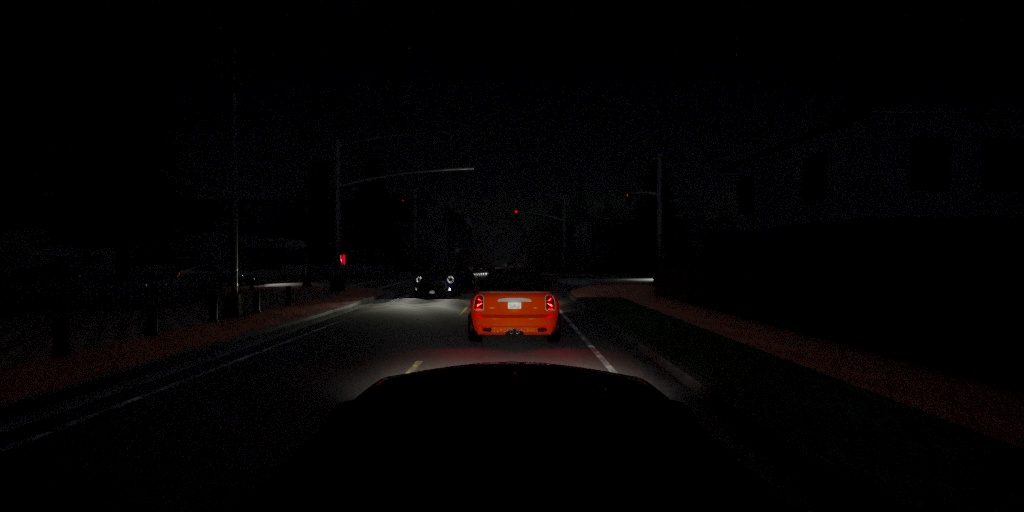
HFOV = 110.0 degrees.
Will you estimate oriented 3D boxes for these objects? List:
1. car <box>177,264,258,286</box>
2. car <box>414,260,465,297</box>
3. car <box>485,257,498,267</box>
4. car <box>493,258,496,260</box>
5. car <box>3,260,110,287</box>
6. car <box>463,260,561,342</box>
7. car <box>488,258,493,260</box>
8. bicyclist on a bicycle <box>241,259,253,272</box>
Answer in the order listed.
[{"bbox_3d":[-20.012,1.291,24.456,4.674,1.442,1.812,0,0,-2],"label":"car"},{"bbox_3d":[-3.446,1.102,18.880,2.097,1.767,4.553,0,0,7],"label":"car"},{"bbox_3d":[-3.598,1.103,64.405,2.097,1.767,4.553,0,0,0],"label":"car"},{"bbox_3d":[-3.624,1.315,54.286,1.994,1.385,4.181,0,0,0],"label":"car"},{"bbox_3d":[-30.191,1.243,24.139,5.008,1.535,1.882,0,0,-1],"label":"car"},{"bbox_3d":[0.066,1.102,9.970,2.097,1.767,4.553,0,0,0],"label":"car"},{"bbox_3d":[-3.622,1.314,44.319,1.994,1.385,4.181,0,0,0],"label":"car"},{"bbox_3d":[-23.577,1.066,31.814,0.582,1.620,1.656,0,0,-2],"label":"bicyclist on a bicycle"}]
